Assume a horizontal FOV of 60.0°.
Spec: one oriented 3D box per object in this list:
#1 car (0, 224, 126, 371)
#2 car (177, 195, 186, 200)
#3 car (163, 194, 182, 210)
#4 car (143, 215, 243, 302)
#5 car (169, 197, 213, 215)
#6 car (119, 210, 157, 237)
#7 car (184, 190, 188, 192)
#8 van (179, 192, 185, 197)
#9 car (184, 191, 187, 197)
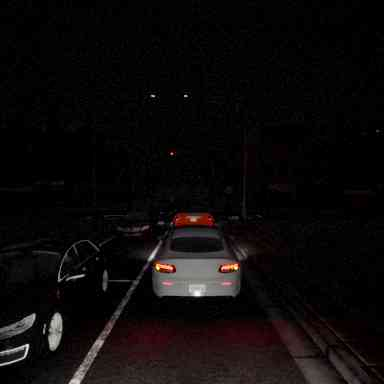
[{"bbox_3d":[-2.666,1.548,5.830,2.008,1.369,4.403,-2,0,0],"label":"car"},{"bbox_3d":[-2.768,1.429,87.822,2.008,1.369,4.403,-1,0,0],"label":"car"},{"bbox_3d":[-2.721,1.483,43.502,1.967,1.590,4.097,-2,0,0],"label":"car"},{"bbox_3d":[0.090,1.523,8.123,1.812,1.442,4.674,0,0,0],"label":"car"},{"bbox_3d":[0.076,1.353,18.086,2.097,1.767,4.553,0,0,0],"label":"car"},{"bbox_3d":[-2.680,1.582,16.724,1.802,1.307,4.206,-2,0,0],"label":"car"},{"bbox_3d":[-2.777,1.131,93.371,2.192,1.841,5.009,-1,1,0],"label":"car"},{"bbox_3d":[-2.748,1.359,65.658,1.690,1.788,3.998,-1,0,0],"label":"van"},{"bbox_3d":[-2.755,1.307,71.201,2.192,1.841,5.009,-1,0,0],"label":"car"}]
